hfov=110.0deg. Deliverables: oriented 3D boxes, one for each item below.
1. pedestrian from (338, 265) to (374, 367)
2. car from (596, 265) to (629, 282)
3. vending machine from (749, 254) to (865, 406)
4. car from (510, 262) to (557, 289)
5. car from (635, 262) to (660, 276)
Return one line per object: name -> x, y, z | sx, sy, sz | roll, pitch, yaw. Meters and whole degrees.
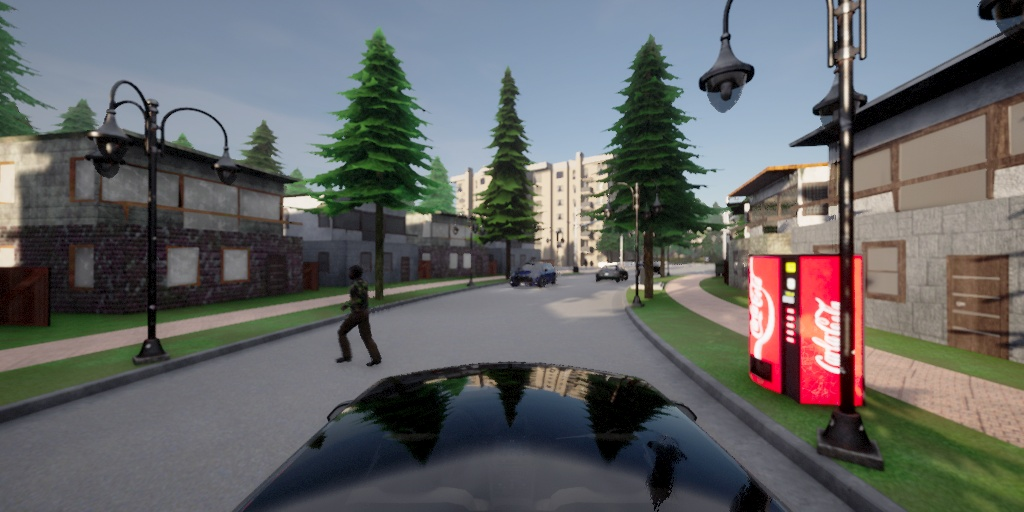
pedestrian -> -2.819, 1.063, 6.482 | 0.375, 1.860, 0.375 | 0, 0, 6
car -> 8.519, 1.445, 30.333 | 1.994, 1.385, 4.181 | 0, 0, 29
vending machine -> 4.044, 0.962, 5.027 | 1.100, 2.100, 0.880 | 0, 0, 5
car -> 1.546, 1.204, 24.522 | 2.097, 1.767, 4.553 | 0, 0, 23
car -> 15.639, 1.426, 40.899 | 2.128, 1.511, 4.902 | 0, 0, 38
